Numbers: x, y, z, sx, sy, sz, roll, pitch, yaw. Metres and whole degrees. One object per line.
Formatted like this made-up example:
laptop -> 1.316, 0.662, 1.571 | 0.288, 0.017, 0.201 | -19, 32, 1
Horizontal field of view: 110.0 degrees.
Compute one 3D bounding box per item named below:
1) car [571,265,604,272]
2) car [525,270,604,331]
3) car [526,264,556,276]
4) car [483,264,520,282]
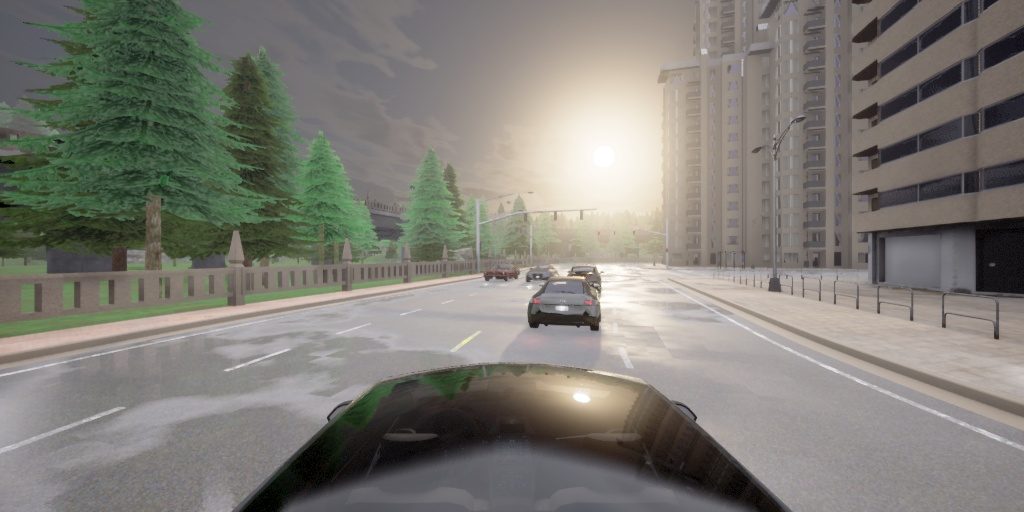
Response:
car -> 4.242, 1.258, 20.843 | 1.837, 1.490, 4.892 | 0, 0, 15
car -> 1.741, 1.316, 11.174 | 1.994, 1.385, 4.181 | 0, 0, 13
car -> 2.369, 1.319, 27.676 | 1.994, 1.385, 4.181 | 0, 0, 16
car -> -0.765, 1.356, 29.432 | 1.895, 1.301, 4.718 | 0, 0, 16
